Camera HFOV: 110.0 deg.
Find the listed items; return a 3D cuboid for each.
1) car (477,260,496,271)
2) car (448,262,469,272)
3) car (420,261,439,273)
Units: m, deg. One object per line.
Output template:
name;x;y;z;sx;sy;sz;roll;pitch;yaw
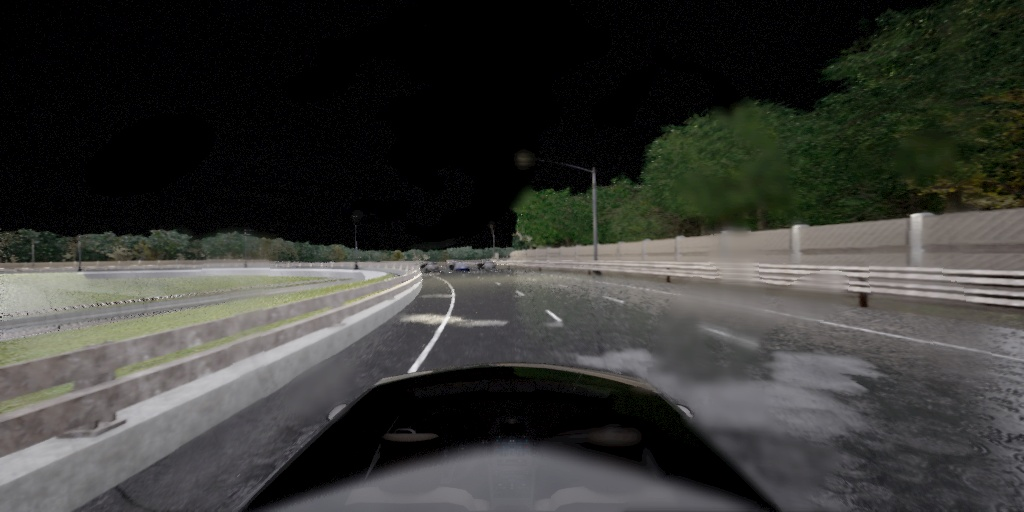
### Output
car;-3.615;1.320;50.782;2.128;1.511;4.902;-1;0;-19
car;-7.415;1.469;49.209;1.994;1.385;4.181;-1;0;-26
car;-11.442;1.477;49.492;2.128;1.511;4.902;-1;0;-27
